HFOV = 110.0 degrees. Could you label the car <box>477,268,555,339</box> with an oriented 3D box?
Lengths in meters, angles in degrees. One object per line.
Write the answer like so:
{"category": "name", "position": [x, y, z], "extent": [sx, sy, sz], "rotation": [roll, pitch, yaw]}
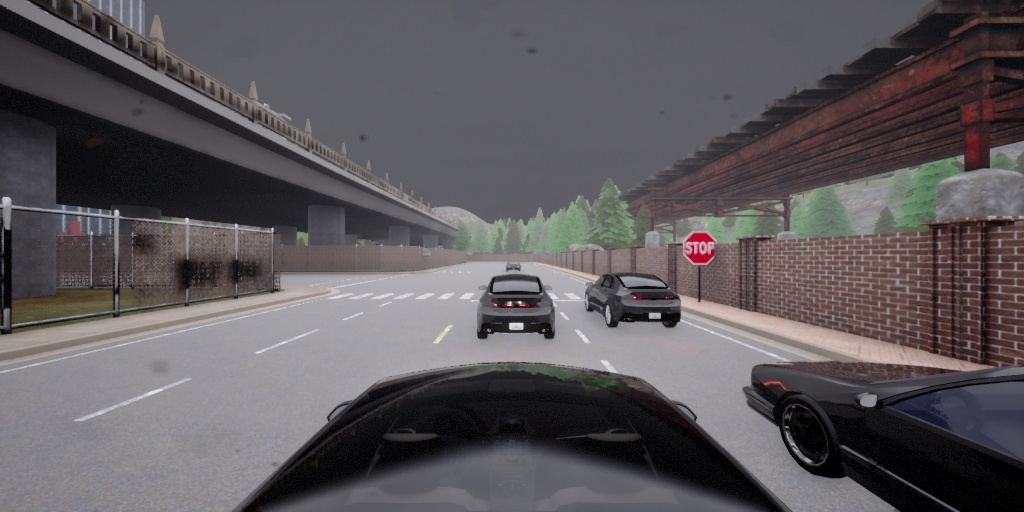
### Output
{"category": "car", "position": [0.095, 1.255, 10.067], "extent": [1.837, 1.490, 4.892], "rotation": [0, 0, 0]}

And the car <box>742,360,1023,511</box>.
{"category": "car", "position": [3.600, 1.297, 1.681], "extent": [2.033, 1.411, 5.357], "rotation": [0, 0, 0]}

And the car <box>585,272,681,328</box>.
{"category": "car", "position": [3.596, 1.255, 11.428], "extent": [1.837, 1.490, 4.892], "rotation": [0, 0, 0]}

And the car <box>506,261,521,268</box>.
{"category": "car", "position": [0.164, 1.351, 46.346], "extent": [1.895, 1.301, 4.718], "rotation": [0, 0, -1]}
